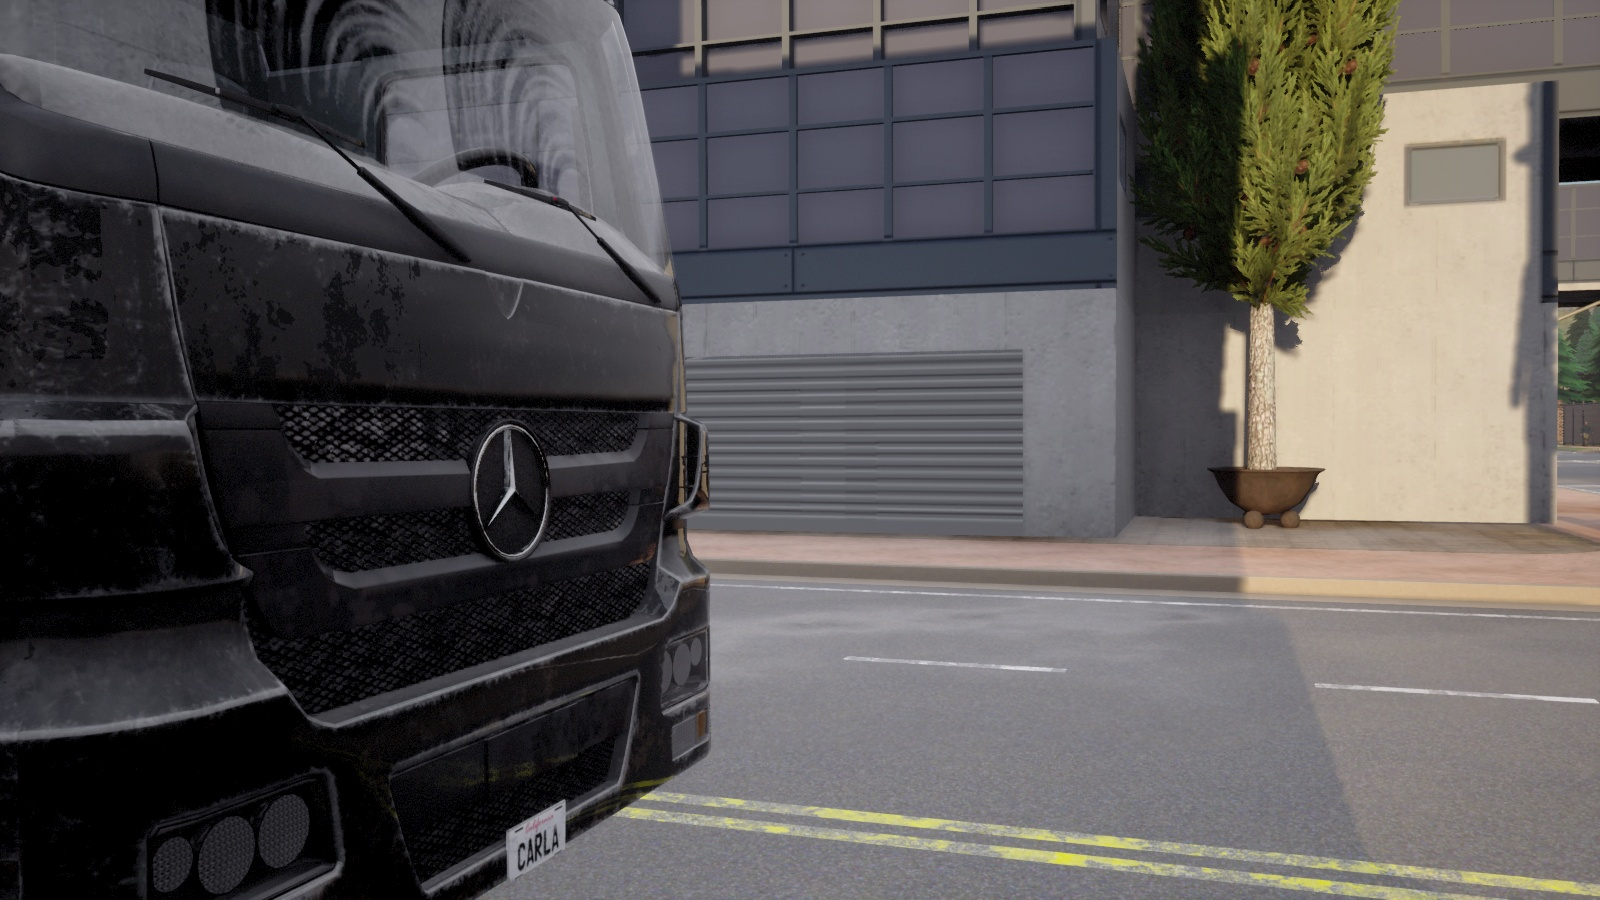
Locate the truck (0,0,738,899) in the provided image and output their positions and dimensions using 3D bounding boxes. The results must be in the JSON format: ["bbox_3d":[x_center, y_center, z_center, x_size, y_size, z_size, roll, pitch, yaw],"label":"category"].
[{"bbox_3d":[-4.464,-0.248,4.736,7.936,3.462,2.891,1,1,20],"label":"truck"}]
